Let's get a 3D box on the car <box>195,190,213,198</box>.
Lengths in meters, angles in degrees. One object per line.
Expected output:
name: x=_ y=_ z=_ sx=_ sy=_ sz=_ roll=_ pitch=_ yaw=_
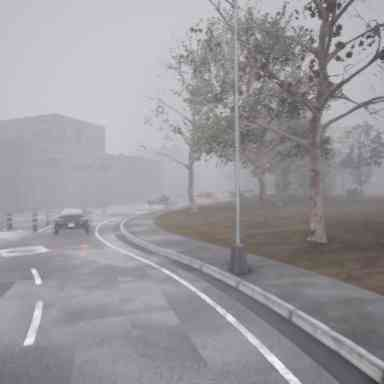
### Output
car: x=2.328 y=0.339 z=64.268 sx=2.097 sy=1.767 sz=4.553 roll=-1 pitch=-1 yaw=25

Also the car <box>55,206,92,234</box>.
car: x=-7.041 y=1.582 z=19.963 sx=1.812 sy=1.442 sz=4.674 roll=-1 pitch=0 yaw=-15

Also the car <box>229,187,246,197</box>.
car: x=9.644 y=0.151 z=72.547 sx=1.882 sy=1.535 sz=5.008 roll=-1 pitch=1 yaw=24

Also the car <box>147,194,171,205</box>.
car: x=-4.770 y=1.078 z=48.598 sx=1.837 sy=1.490 sz=4.892 roll=-1 pitch=1 yaw=24

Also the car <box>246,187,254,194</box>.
car: x=13.916 y=-0.444 z=82.009 sx=2.097 sy=1.767 sz=4.553 roll=-1 pitch=1 yaw=24
